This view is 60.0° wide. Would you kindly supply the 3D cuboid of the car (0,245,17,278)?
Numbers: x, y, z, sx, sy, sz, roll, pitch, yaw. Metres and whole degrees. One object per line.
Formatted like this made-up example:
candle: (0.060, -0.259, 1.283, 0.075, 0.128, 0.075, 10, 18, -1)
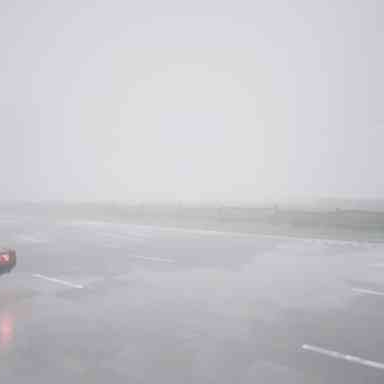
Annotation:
car: (-6.692, 1.620, 8.762, 4.718, 1.301, 1.895, 0, 0, 35)
